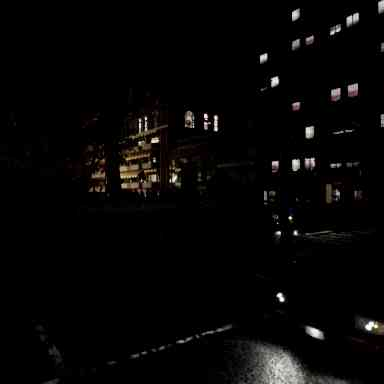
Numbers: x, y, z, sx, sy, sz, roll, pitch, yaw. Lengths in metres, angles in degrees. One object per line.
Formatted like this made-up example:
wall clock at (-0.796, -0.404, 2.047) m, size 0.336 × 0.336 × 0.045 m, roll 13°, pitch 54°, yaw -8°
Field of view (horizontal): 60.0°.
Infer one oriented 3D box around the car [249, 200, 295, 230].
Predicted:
car at (4.918, 1.605, 23.421) m, size 2.097 × 1.767 × 4.553 m, roll 0°, pitch -1°, yaw -36°

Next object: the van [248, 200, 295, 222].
van at (7.136, 1.643, 30.187) m, size 1.690 × 1.788 × 3.998 m, roll -1°, pitch 0°, yaw -36°

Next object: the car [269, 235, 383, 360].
car at (3.848, 1.545, 6.125) m, size 5.357 × 1.411 × 2.033 m, roll 0°, pitch 0°, yaw -36°
